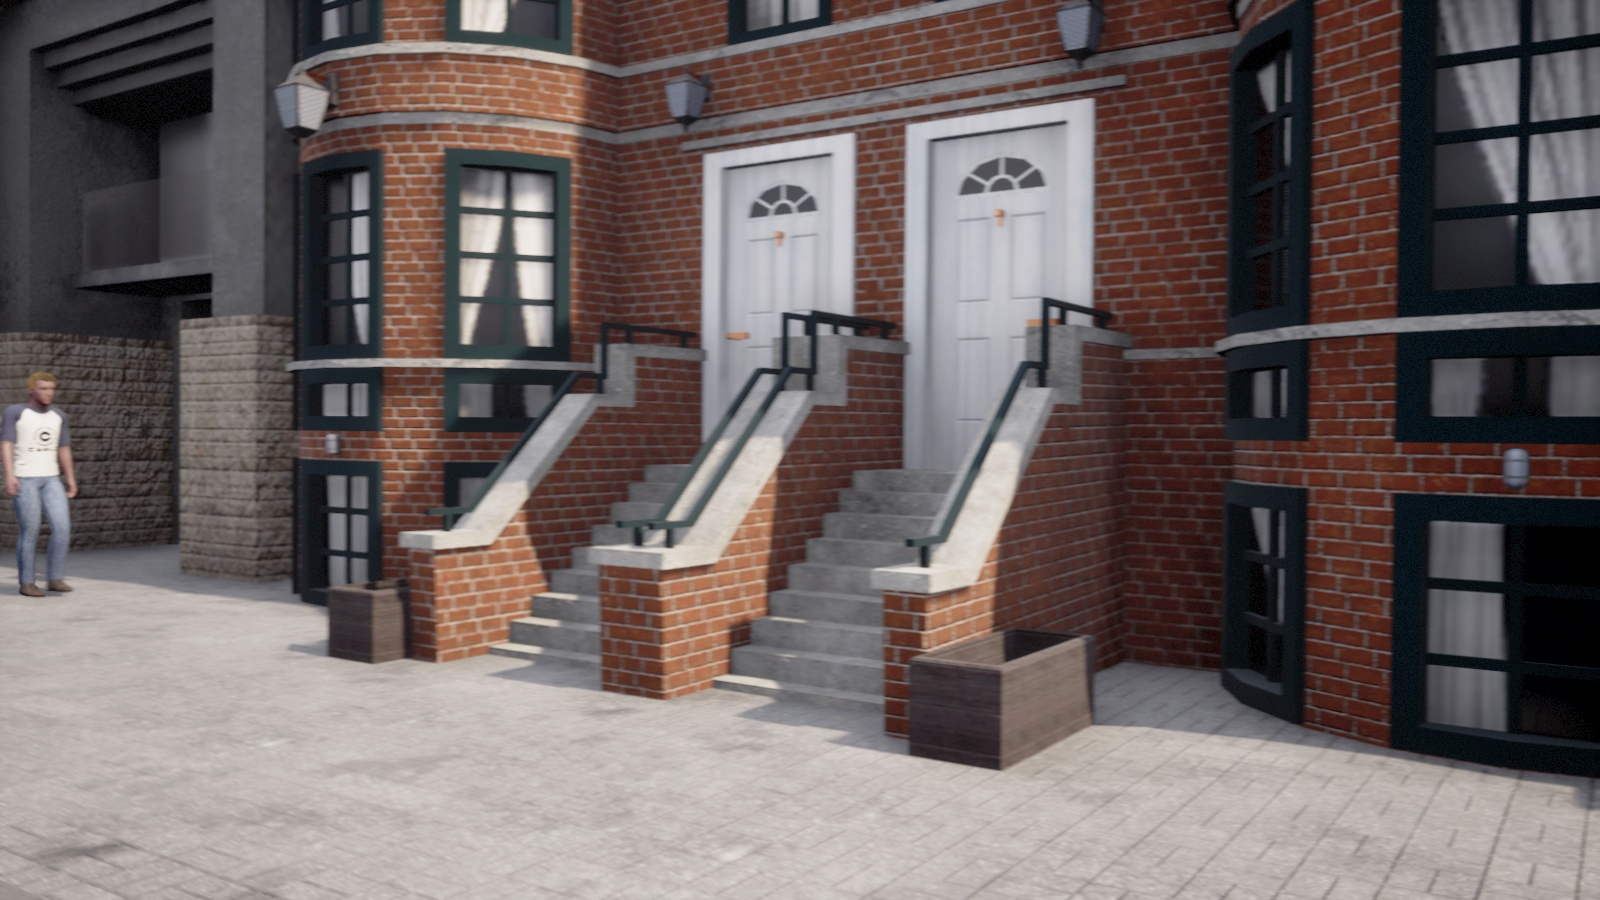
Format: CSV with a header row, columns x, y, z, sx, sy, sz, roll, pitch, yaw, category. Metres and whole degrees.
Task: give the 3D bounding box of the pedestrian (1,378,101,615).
x,y,z,sx,sy,sz,roll,pitch,yaw,category
-5.978,0.358,10.025,0.706,1.836,0.354,0,1,29,pedestrian
